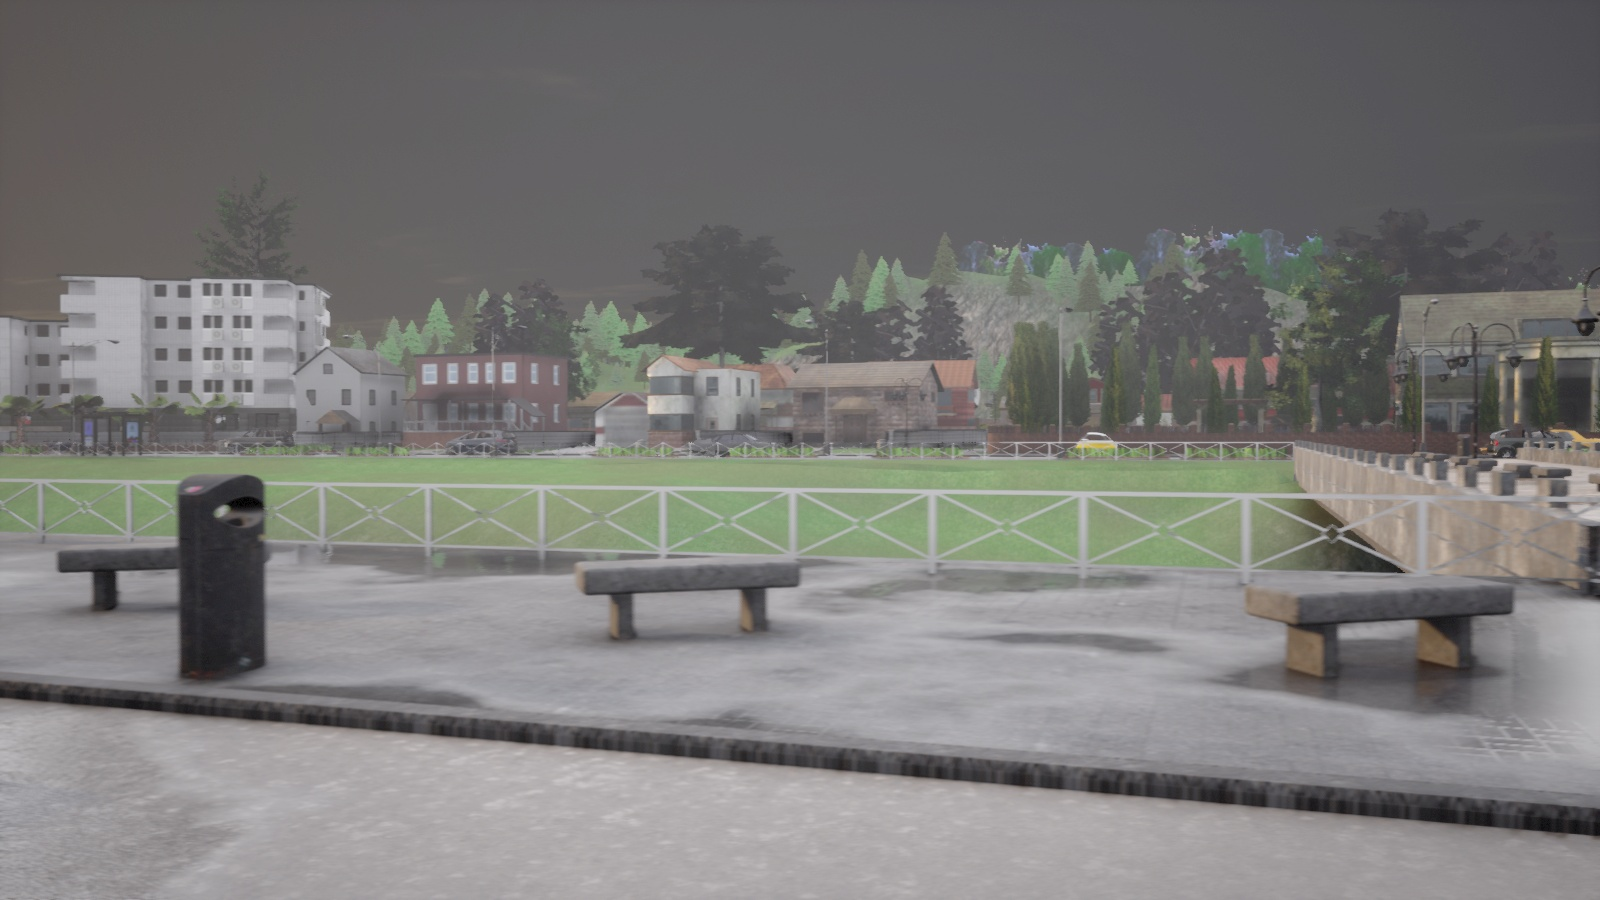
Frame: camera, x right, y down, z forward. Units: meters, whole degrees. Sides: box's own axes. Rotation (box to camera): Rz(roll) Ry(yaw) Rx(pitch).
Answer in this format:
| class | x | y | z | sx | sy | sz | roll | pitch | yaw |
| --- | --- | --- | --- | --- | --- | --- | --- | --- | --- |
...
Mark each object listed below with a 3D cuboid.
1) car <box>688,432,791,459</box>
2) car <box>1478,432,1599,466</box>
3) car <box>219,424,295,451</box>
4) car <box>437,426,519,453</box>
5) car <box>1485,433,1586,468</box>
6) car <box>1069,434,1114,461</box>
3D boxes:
| class | x | y | z | sx | sy | sz | roll | pitch | yaw |
| --- | --- | --- | --- | --- | --- | --- | --- | --- | --- |
| car | -3.355 | -0.259 | 69.930 | 5.357 | 1.411 | 2.033 | 1 | 1 | 19 |
| car | 36.078 | -0.074 | 60.872 | 5.366 | 1.575 | 1.801 | 1 | 1 | 19 |
| car | -36.941 | -0.864 | 85.455 | 4.605 | 1.855 | 1.932 | 1 | 1 | 19 |
| car | -20.469 | -0.686 | 79.909 | 4.611 | 1.667 | 2.242 | 1 | 1 | 19 |
| car | 33.619 | 0.011 | 57.480 | 3.705 | 1.549 | 1.789 | 0 | 1 | 19 |
| car | 15.730 | -0.144 | 67.725 | 2.207 | 1.376 | 1.481 | 1 | 1 | 19 |
